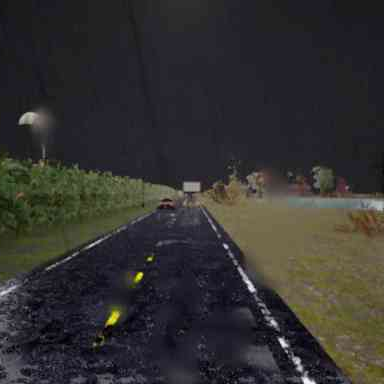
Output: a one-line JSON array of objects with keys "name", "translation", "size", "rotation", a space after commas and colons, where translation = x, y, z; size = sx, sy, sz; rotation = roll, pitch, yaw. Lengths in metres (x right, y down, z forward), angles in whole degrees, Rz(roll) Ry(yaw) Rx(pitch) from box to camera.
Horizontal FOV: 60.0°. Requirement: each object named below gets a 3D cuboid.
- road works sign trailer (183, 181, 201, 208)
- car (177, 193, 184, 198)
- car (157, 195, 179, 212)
[{"name": "road works sign trailer", "translation": [-0.025, 0.339, 44.775], "size": [2.380, 3.560, 2.880], "rotation": [0, 0, 0]}, {"name": "car", "translation": [-2.794, 1.020, 78.252], "size": [1.882, 1.535, 5.008], "rotation": [0, 0, 0]}, {"name": "car", "translation": [-2.864, 1.364, 37.957], "size": [1.882, 1.535, 5.008], "rotation": [0, 0, 0]}]
